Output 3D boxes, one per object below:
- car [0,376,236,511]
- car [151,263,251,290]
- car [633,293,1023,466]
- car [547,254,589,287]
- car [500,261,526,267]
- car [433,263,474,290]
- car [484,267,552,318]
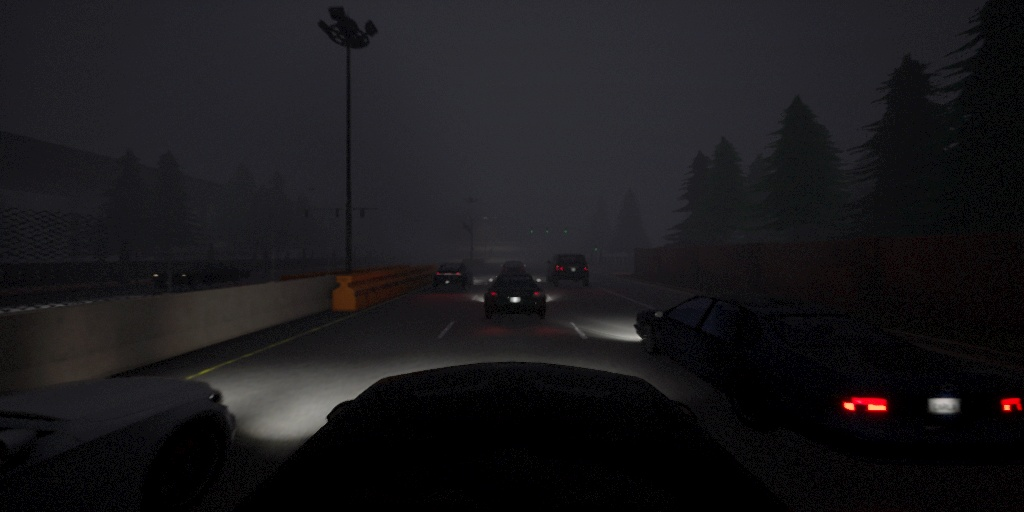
[{"bbox_3d":[-3.401,1.278,1.259,1.812,1.442,4.674,0,0,0],"label":"car"},{"bbox_3d":[-17.499,1.063,20.485,1.895,1.301,4.718,0,0,0],"label":"car"},{"bbox_3d":[3.600,1.280,5.500,2.033,1.411,5.357,0,0,0],"label":"car"},{"bbox_3d":[3.601,0.868,23.708,2.150,2.045,5.566,0,0,0],"label":"car"},{"bbox_3d":[0.102,1.104,28.187,1.882,1.535,5.008,0,0,0],"label":"car"},{"bbox_3d":[-3.399,1.150,21.270,2.128,1.511,4.902,0,0,0],"label":"car"},{"bbox_3d":[0.099,1.261,12.655,1.994,1.385,4.181,0,0,0],"label":"car"}]
